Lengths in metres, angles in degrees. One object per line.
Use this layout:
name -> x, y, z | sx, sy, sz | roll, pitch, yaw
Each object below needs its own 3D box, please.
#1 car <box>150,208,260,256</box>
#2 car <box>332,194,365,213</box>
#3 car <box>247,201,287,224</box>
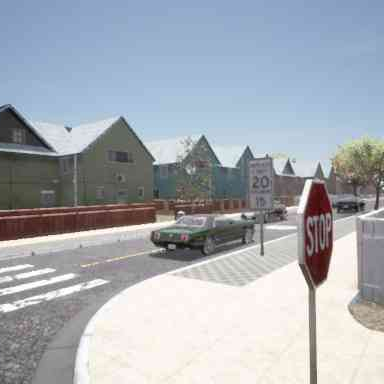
car -> 0.661, 1.510, 12.844 | 1.895, 1.301, 4.718 | -2, -1, 37
car -> 15.970, 1.198, 33.288 | 1.882, 1.535, 5.008 | -2, -1, 37
car -> 5.218, 1.381, 23.852 | 2.128, 1.511, 4.902 | -2, -1, 37
